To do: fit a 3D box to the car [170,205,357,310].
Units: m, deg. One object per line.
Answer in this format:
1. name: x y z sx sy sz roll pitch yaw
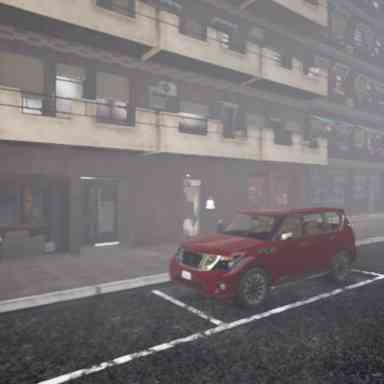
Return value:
1. car: 1.939 1.286 7.940 5.009 1.841 2.192 0 0 -36
